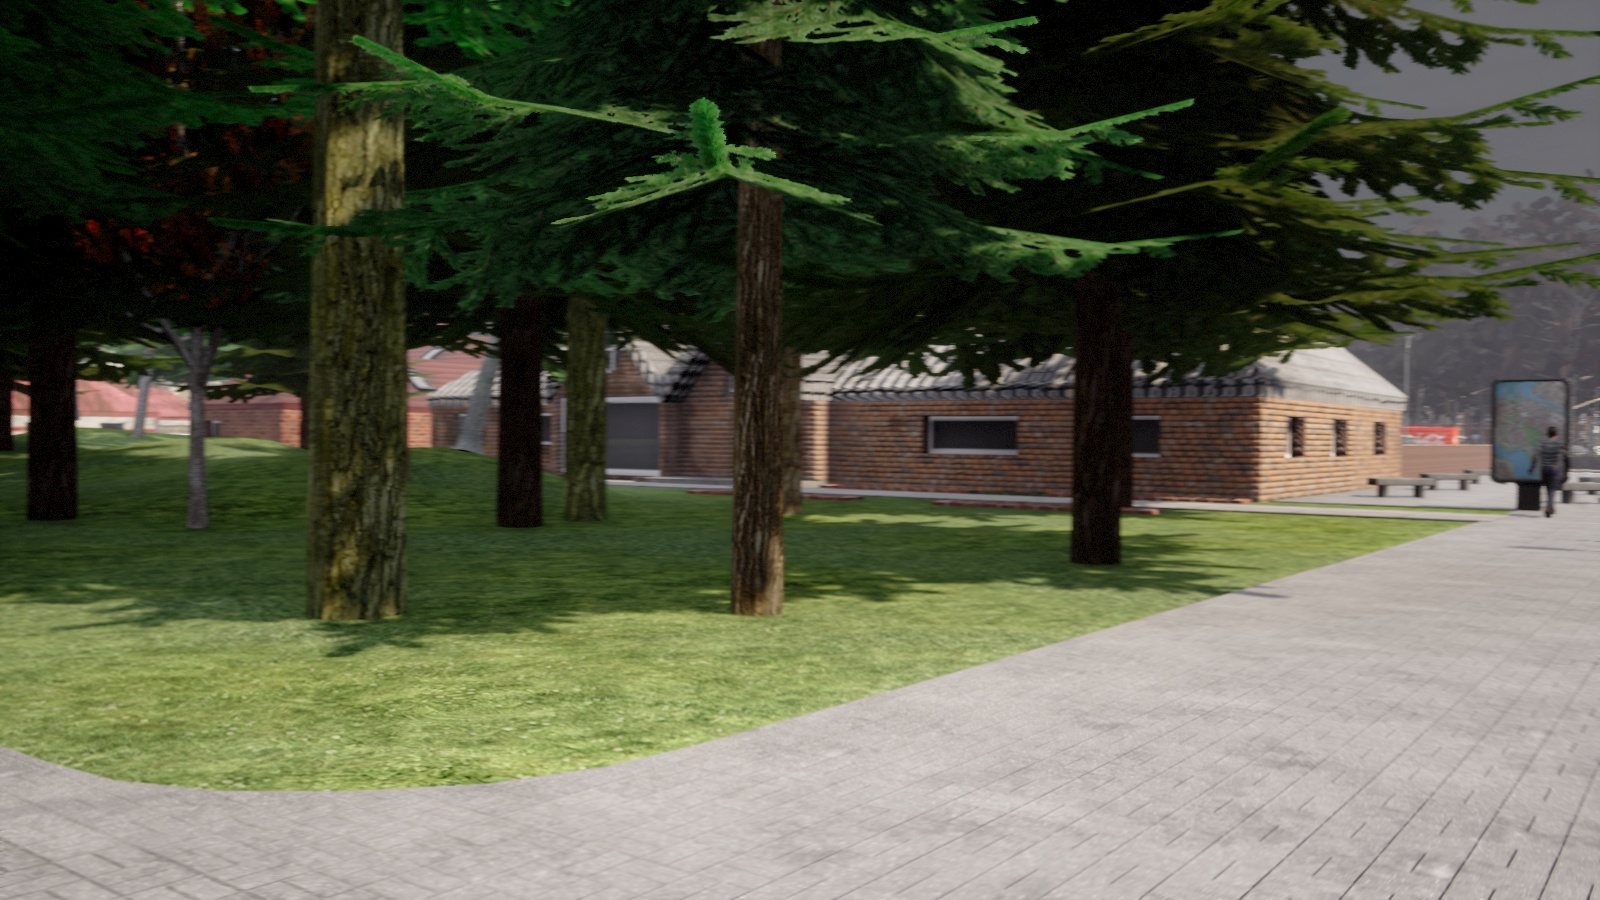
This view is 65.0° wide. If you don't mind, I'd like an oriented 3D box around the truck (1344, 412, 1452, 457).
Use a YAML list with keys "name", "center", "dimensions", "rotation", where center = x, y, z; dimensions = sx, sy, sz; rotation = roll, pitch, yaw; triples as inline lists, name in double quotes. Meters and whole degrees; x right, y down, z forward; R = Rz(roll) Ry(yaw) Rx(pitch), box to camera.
- name: "truck"
  center: [34.377, -0.861, 72.213]
  dimensions: [5.204, 2.467, 2.627]
  rotation: [0, 1, 35]

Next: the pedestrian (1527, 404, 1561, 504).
- name: "pedestrian"
  center: [14.714, 0.069, 24.825]
  dimensions: [0.423, 1.949, 0.788]
  rotation: [0, 1, 43]
